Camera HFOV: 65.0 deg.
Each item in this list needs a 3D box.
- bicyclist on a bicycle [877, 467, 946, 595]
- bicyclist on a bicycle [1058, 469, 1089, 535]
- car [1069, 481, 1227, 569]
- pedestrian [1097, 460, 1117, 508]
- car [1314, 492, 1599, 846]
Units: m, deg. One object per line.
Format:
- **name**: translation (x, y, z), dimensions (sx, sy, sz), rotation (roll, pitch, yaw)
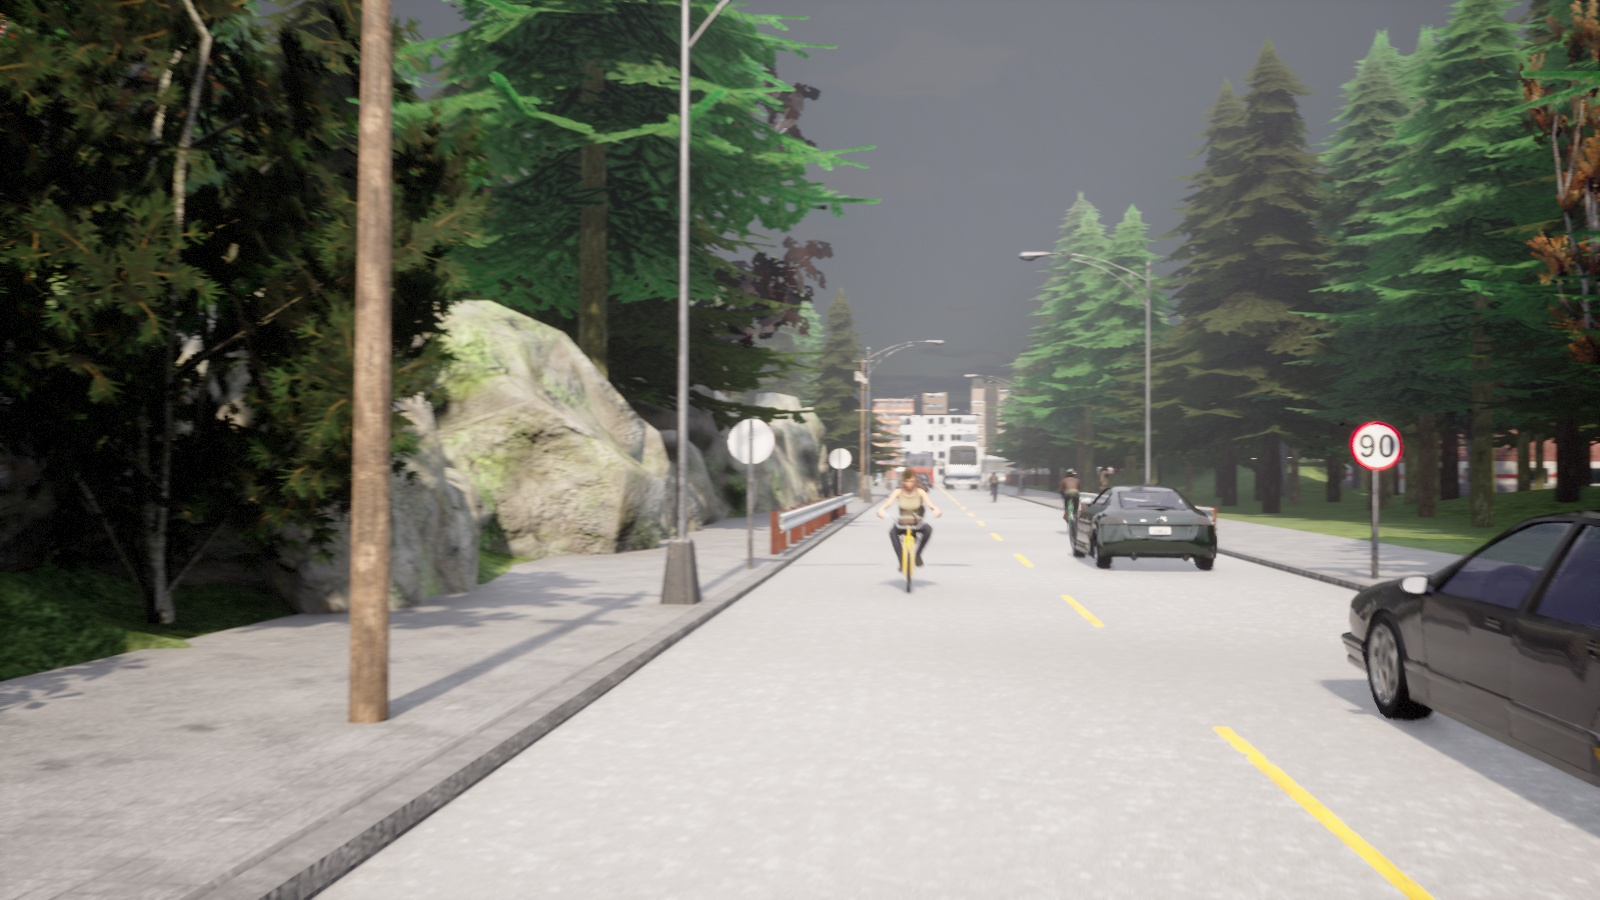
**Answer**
- **bicyclist on a bicycle**: translation (1.481, 1.039, 16.614), dimensions (0.866, 1.612, 1.509), rotation (0, -1, 6)
- **bicyclist on a bicycle**: translation (6.977, 1.315, 32.064), dimensions (0.582, 1.620, 1.656), rotation (0, -1, 5)
- **car**: translation (6.036, 1.256, 22.252), dimensions (1.994, 1.385, 4.181), rotation (0, -1, 6)
- **pedestrian**: translation (12.482, 1.394, 51.118), dimensions (0.396, 1.930, 0.692), rotation (1, -1, -32)
- **car**: translation (4.485, 0.965, 6.393), dimensions (2.033, 1.411, 5.357), rotation (0, -1, 6)
